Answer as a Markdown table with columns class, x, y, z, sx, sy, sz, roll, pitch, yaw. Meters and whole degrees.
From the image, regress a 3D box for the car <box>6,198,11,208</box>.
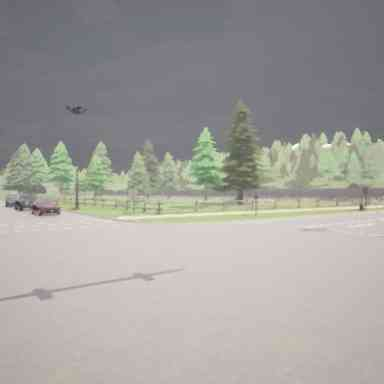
| class | x | y | z | sx | sy | sz | roll | pitch | yaw |
| --- | --- | --- | --- | --- | --- | --- | --- | --- | --- |
| car | -26.214 | 1.531 | 49.023 | 2.033 | 1.411 | 5.357 | 0 | 0 | -35 |

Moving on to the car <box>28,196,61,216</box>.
| class | x | y | z | sx | sy | sz | roll | pitch | yaw |
| --- | --- | --- | --- | --- | --- | --- | --- | --- | --- |
| car | -14.285 | 1.461 | 32.491 | 1.882 | 1.535 | 5.008 | 0 | 0 | -36 |

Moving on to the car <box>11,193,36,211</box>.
| class | x | y | z | sx | sy | sz | roll | pitch | yaw |
| --- | --- | --- | --- | --- | --- | --- | --- | --- | --- |
| car | -19.971 | 1.205 | 40.345 | 2.150 | 2.045 | 5.566 | 0 | 0 | -36 |
